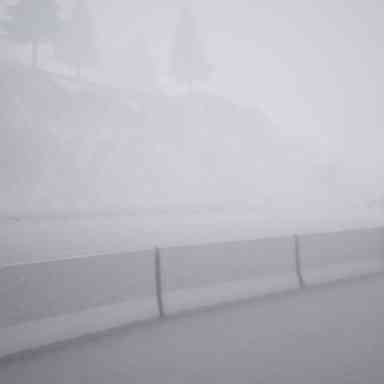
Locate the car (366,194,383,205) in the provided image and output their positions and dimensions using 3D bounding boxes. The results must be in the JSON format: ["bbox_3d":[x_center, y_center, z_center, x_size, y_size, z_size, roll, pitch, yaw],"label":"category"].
[{"bbox_3d":[19.740,0.873,33.421,4.892,1.490,1.837,0,1,-21],"label":"car"}]
